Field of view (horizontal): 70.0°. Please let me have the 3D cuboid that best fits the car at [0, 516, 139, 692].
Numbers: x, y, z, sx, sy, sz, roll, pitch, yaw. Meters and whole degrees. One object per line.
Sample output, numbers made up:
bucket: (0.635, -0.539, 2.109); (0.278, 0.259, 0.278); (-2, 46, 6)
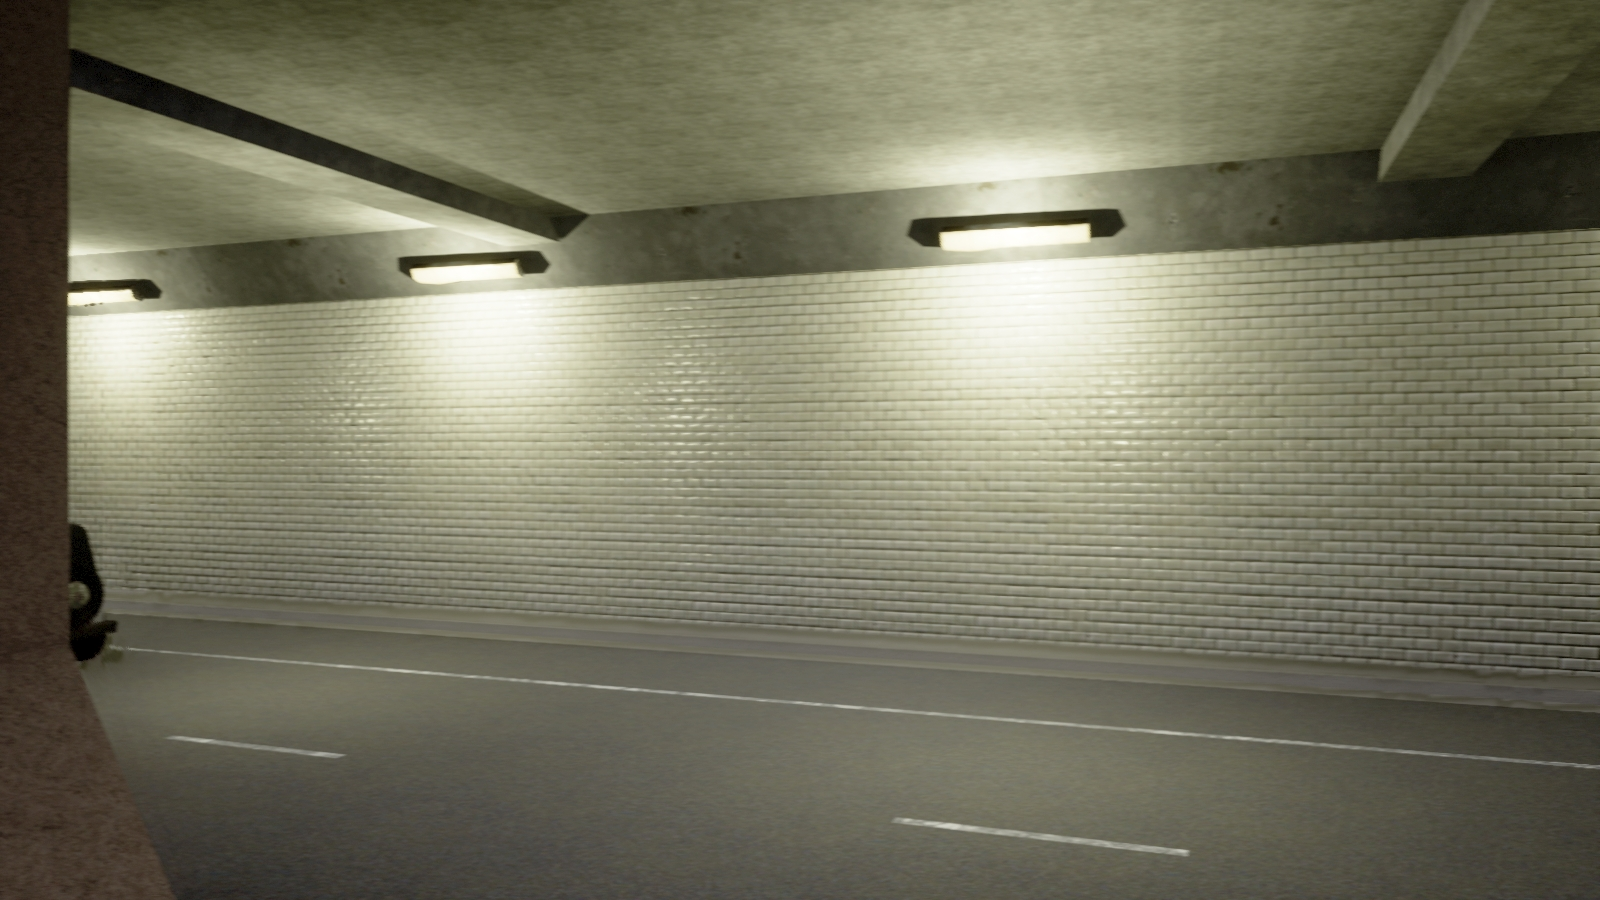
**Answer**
car: (-10.759, 1.857, 14.659); (3.866, 1.878, 1.905); (0, 0, 20)
